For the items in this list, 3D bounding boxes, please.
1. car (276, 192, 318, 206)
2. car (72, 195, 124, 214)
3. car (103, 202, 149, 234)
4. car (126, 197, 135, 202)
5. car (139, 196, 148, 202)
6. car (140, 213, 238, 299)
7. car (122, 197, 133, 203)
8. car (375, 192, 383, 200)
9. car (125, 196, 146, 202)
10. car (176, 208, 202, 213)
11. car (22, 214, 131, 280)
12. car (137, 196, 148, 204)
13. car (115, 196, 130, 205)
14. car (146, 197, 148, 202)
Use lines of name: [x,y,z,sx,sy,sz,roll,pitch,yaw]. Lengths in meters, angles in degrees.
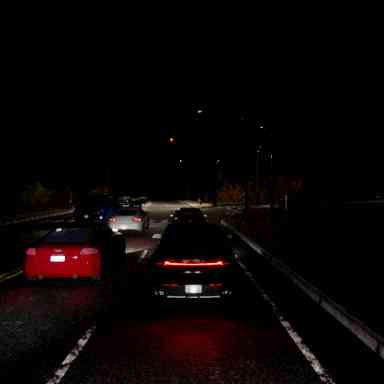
car: [12.063,0.745,38.322,4.674,1.442,1.812,-3,0,-2]
car: [-6.781,1.244,24.152,2.150,2.045,5.566,0,0,1]
car: [-3.479,1.540,18.722,1.812,1.442,4.674,0,0,-3]
car: [-15.171,1.806,81.953,1.895,1.301,4.718,0,0,-8]
car: [-11.796,1.731,81.193,2.128,1.511,4.902,0,0,-7]
car: [0.013,1.509,8.446,1.837,1.490,4.892,0,0,0]
car: [-13.901,1.714,71.708,1.994,1.385,4.181,0,0,-7]
car: [23.903,0.206,38.878,4.674,1.442,1.812,-3,0,-3]
car: [-8.811,1.578,52.228,2.128,1.511,4.902,0,0,-5]
car: [-0.179,1.561,17.853,2.033,1.411,5.357,0,0,-2]
car: [-3.259,1.570,9.978,1.994,1.385,4.181,0,0,-1]
car: [-10.556,1.684,71.054,2.128,1.511,4.902,0,0,-6]
car: [-12.928,1.615,61.982,2.128,1.511,4.902,0,0,-5]
car: [-9.589,1.684,61.081,1.994,1.385,4.181,0,0,-5]
